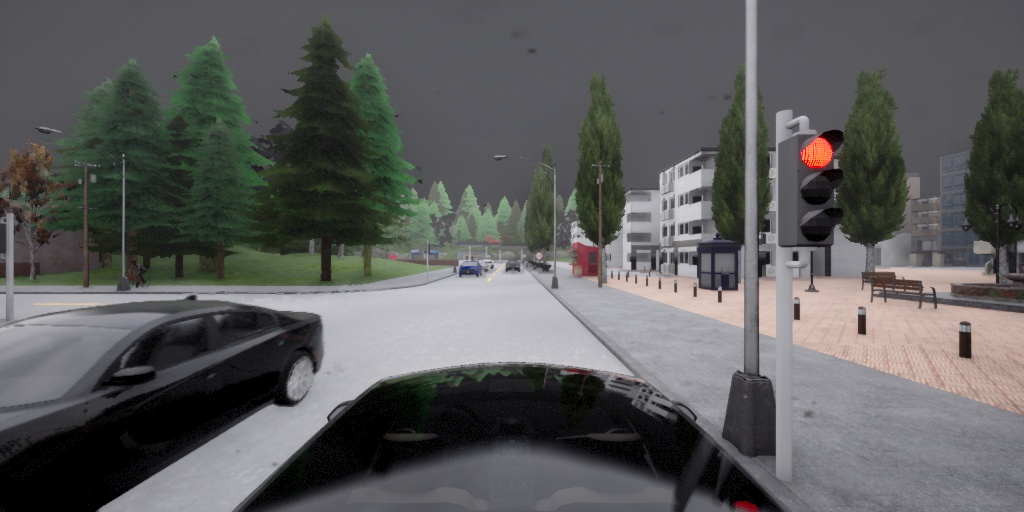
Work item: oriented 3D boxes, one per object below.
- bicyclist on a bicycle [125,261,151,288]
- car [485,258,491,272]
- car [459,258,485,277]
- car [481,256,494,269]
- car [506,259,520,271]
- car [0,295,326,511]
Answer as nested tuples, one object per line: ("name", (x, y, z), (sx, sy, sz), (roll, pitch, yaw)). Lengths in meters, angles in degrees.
("bicyclist on a bicycle", (-22.137, 1.099, 21.137), (0.582, 1.620, 1.656), (0, 0, 0))
("car", (-4.070, 1.276, 45.989), (1.812, 1.442, 4.674), (0, 0, 0))
("car", (-4.089, 1.228, 35.828), (1.882, 1.535, 5.008), (0, 0, 0))
("car", (-4.025, 0.971, 56.389), (2.150, 2.045, 5.566), (0, 0, 0))
("car", (0.123, 1.351, 48.590), (1.895, 1.301, 4.718), (0, 0, 0))
("car", (-3.805, 1.227, 3.410), (1.882, 1.535, 5.008), (1, 0, 1))
